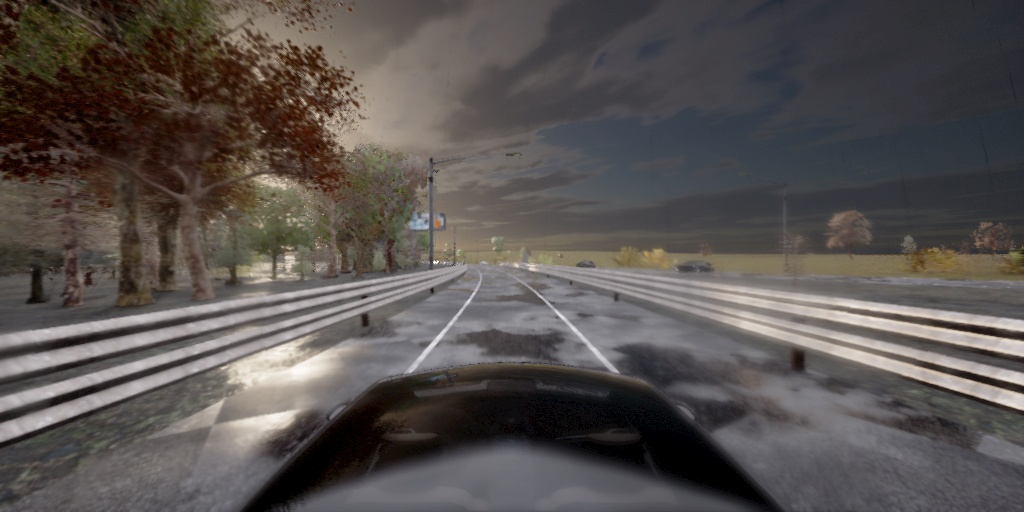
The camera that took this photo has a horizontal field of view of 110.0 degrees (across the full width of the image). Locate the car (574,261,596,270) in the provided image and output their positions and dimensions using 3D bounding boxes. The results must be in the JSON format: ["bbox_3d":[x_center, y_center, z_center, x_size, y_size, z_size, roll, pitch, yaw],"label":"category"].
[{"bbox_3d":[12.625,1.604,62.224,1.837,1.490,4.892,0,-1,-23],"label":"car"}]

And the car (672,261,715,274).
[{"bbox_3d":[21.120,1.310,41.945,1.837,1.490,4.892,0,-1,-23],"label":"car"}]
